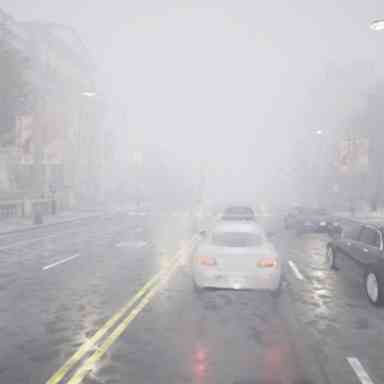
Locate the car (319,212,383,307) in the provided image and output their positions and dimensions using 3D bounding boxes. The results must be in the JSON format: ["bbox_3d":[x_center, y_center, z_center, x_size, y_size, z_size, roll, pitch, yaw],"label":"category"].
[{"bbox_3d":[4.551,1.432,7.662,1.837,1.490,4.892,0,0,8],"label":"car"}]

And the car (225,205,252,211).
[{"bbox_3d":[2.493,1.388,17.839,2.033,1.411,5.357,0,1,9],"label":"car"}]

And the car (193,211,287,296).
[{"bbox_3d":[1.122,1.450,8.393,1.812,1.442,4.674,0,1,7],"label":"car"}]

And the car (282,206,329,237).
[{"bbox_3d":[5.922,1.395,16.917,2.033,1.411,5.357,0,1,6],"label":"car"}]
